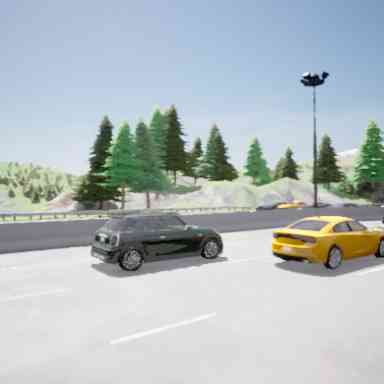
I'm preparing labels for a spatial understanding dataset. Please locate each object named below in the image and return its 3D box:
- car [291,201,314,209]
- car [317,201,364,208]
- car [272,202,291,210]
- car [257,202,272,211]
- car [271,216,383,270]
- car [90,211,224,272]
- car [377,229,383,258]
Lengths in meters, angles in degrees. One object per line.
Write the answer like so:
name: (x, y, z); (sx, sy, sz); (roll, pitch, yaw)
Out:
car: (14.444, 1.846, 38.634); (4.902, 1.511, 2.128); (0, -1, -26)
car: (16.203, 1.853, 35.601); (5.357, 1.411, 2.033); (0, -1, -26)
car: (13.038, 1.886, 41.844); (5.008, 1.535, 1.882); (0, -1, -26)
car: (11.394, 1.997, 44.934); (5.357, 1.411, 2.033); (0, -1, -26)
car: (4.907, 1.582, 11.565); (5.008, 1.535, 1.882); (0, -1, -36)
car: (-1.059, 1.503, 11.599); (4.553, 1.767, 2.097); (0, -1, -36)
car: (7.031, 1.580, 8.782); (4.674, 1.442, 1.812); (0, -1, -36)
